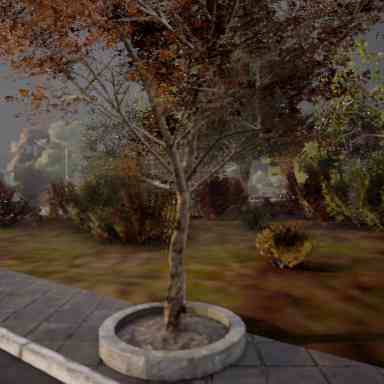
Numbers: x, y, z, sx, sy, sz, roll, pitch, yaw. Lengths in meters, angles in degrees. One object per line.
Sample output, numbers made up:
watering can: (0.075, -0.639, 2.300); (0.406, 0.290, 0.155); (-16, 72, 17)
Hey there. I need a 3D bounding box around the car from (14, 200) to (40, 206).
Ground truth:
car: (-17.345, 1.543, 33.100); (1.837, 1.490, 4.892); (0, 0, 32)
